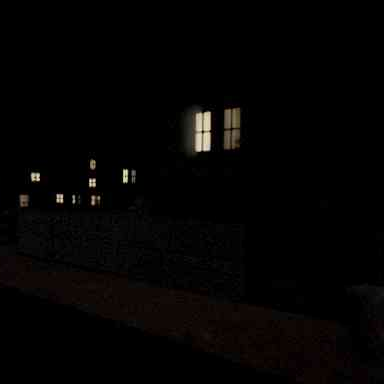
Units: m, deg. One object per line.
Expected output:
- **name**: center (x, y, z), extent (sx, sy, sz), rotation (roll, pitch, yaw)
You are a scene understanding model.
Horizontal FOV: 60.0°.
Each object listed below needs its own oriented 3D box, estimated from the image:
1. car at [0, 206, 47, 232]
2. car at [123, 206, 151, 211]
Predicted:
- **car**: center (-11.326, 1.717, 22.337), extent (1.882, 1.535, 5.008), rotation (2, 0, 37)
- **car**: center (-5.235, 1.989, 30.589), extent (1.812, 1.442, 4.674), rotation (2, 0, 36)
